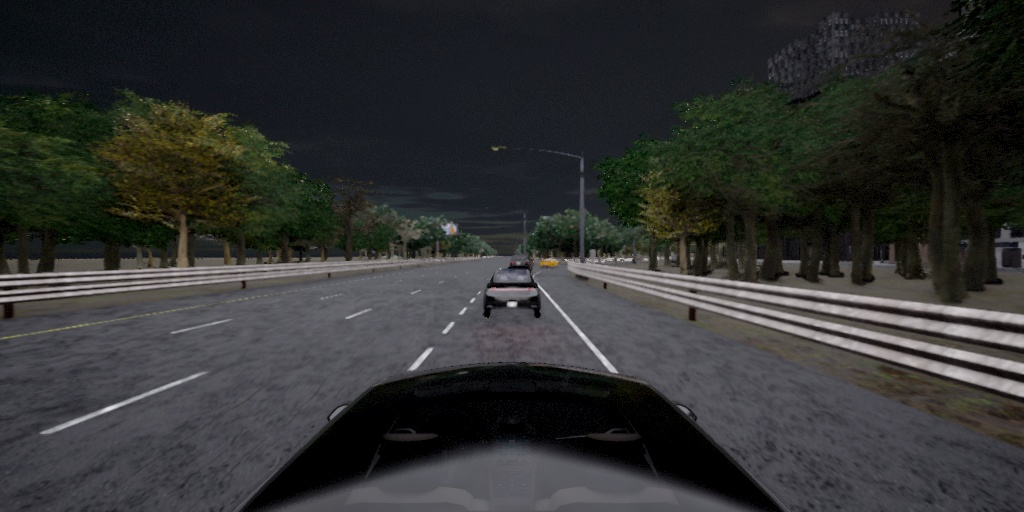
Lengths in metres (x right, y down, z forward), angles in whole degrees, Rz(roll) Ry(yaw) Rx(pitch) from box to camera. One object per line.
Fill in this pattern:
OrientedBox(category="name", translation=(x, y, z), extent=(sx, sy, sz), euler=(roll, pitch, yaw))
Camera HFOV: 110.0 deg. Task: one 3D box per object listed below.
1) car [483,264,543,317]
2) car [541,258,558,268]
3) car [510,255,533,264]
OrientedBox(category="car", translation=(0.007, 1.216, 13.042), extent=(2.128, 1.511, 4.902), euler=(0, 0, 0))
OrientedBox(category="car", translation=(6.117, 1.099, 58.226), extent=(1.882, 1.535, 5.008), euler=(0, 0, 21))
OrientedBox(category="car", translation=(1.098, 0.888, 40.020), extent=(2.150, 2.045, 5.566), euler=(0, 0, 9))
